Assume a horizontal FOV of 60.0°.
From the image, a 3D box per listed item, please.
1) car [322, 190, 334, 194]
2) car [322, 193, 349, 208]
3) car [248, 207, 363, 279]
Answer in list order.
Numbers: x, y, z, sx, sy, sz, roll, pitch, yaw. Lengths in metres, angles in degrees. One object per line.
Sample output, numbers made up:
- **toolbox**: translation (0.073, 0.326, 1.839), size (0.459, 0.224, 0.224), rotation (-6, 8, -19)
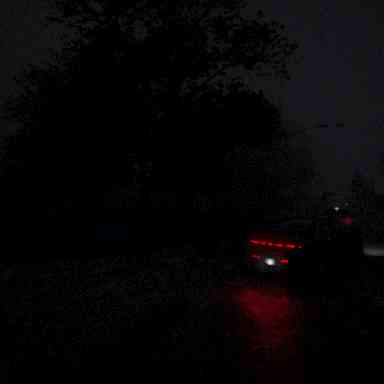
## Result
- **car**: translation (22.635, 0.361, 55.154), size (1.882, 1.535, 5.008), rotation (-1, 1, 21)
- **car**: translation (12.157, 1.069, 28.166), size (1.812, 1.442, 4.674), rotation (-1, 0, 21)
- **car**: translation (3.571, 1.434, 9.984), size (1.837, 1.490, 4.892), rotation (0, 1, 43)
